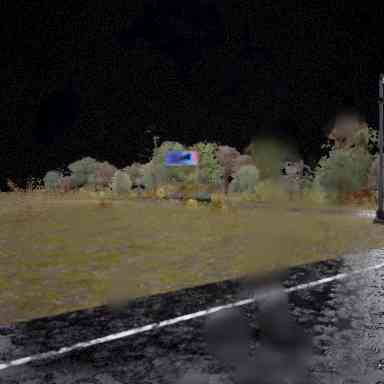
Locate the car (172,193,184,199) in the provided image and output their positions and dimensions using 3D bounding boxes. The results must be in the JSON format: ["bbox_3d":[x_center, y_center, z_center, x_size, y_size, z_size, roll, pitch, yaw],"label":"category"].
[{"bbox_3d":[-3.895,0.967,69.805,2.150,2.045,5.566,0,0,-34],"label":"car"}]

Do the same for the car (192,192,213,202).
[{"bbox_3d":[1.606,1.098,61.608,2.150,2.045,5.566,0,0,-33],"label":"car"}]
